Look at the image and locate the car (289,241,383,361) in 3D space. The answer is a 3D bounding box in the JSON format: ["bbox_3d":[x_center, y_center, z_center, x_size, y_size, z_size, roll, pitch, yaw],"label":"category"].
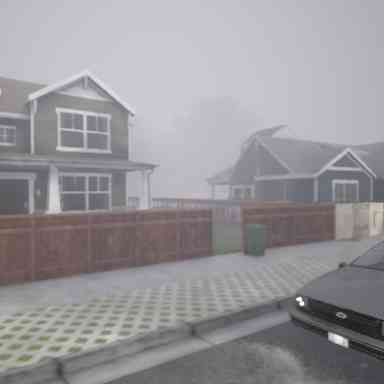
[{"bbox_3d":[4.121,1.545,5.836,5.357,1.411,2.033,0,0,-34],"label":"car"}]
